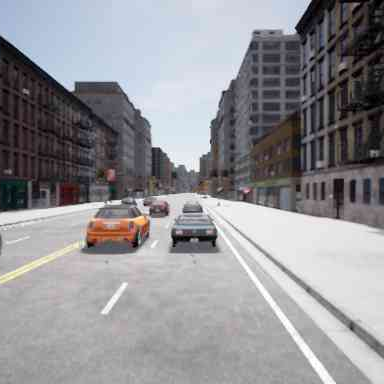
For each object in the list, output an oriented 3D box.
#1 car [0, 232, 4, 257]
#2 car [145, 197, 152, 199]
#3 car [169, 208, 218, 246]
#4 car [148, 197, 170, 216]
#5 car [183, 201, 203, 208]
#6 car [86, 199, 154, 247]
[{"bbox_3d":[-6.603,1.494,8.069,2.128,1.511,4.902,0,0,0],"label":"car"},{"bbox_3d":[-6.584,1.542,52.201,1.837,1.490,4.892,0,0,0],"label":"car"},{"bbox_3d":[0.094,1.607,15.265,1.895,1.301,4.718,0,0,0],"label":"car"},{"bbox_3d":[-3.164,1.545,32.976,1.812,1.442,4.674,0,0,0],"label":"car"},{"bbox_3d":[0.086,1.583,32.504,1.994,1.385,4.181,0,0,0],"label":"car"},{"bbox_3d":[-3.157,1.358,15.092,2.097,1.767,4.553,0,0,0],"label":"car"}]
